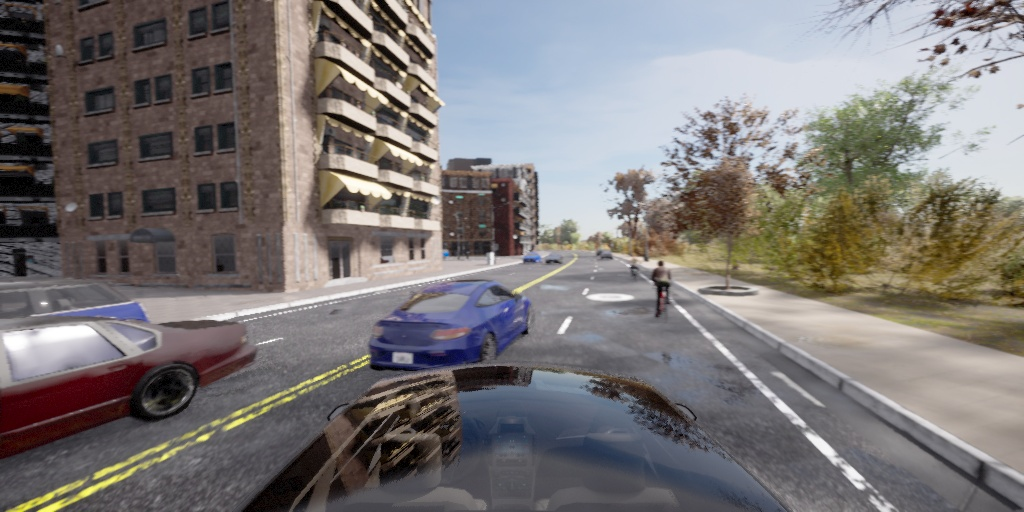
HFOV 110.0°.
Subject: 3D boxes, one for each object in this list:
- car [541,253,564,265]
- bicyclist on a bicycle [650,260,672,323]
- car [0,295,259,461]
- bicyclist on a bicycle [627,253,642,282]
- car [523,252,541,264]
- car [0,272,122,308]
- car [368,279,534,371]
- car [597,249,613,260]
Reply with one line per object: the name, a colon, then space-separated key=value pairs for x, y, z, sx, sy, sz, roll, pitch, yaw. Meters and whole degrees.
car: x=5.281 y=0.321 z=44.188 sx=2.033 sy=1.411 sz=5.357 roll=-1 pitch=1 yaw=13
bicyclist on a bicycle: x=4.122 y=0.945 z=9.864 sx=0.582 sy=1.620 sz=1.656 roll=-1 pitch=1 yaw=16
car: x=-5.542 y=1.387 z=3.462 sx=2.033 sy=1.411 sz=5.357 roll=-1 pitch=1 yaw=17
bicyclist on a bicycle: x=7.078 y=0.643 z=20.686 sx=0.866 sy=1.612 sz=1.509 roll=-1 pitch=1 yaw=15
car: x=2.696 y=0.245 z=47.418 sx=1.882 sy=1.535 sz=5.008 roll=-1 pitch=1 yaw=13
car: x=-8.427 y=1.222 z=5.211 sx=2.097 sy=1.767 sz=4.553 roll=-1 pitch=1 yaw=17
car: x=-0.868 y=1.185 z=7.162 sx=1.812 sy=1.442 sz=4.674 roll=-1 pitch=1 yaw=16
car: x=14.861 y=-0.157 z=56.565 sx=2.033 sy=1.411 sz=5.357 roll=-1 pitch=1 yaw=12
